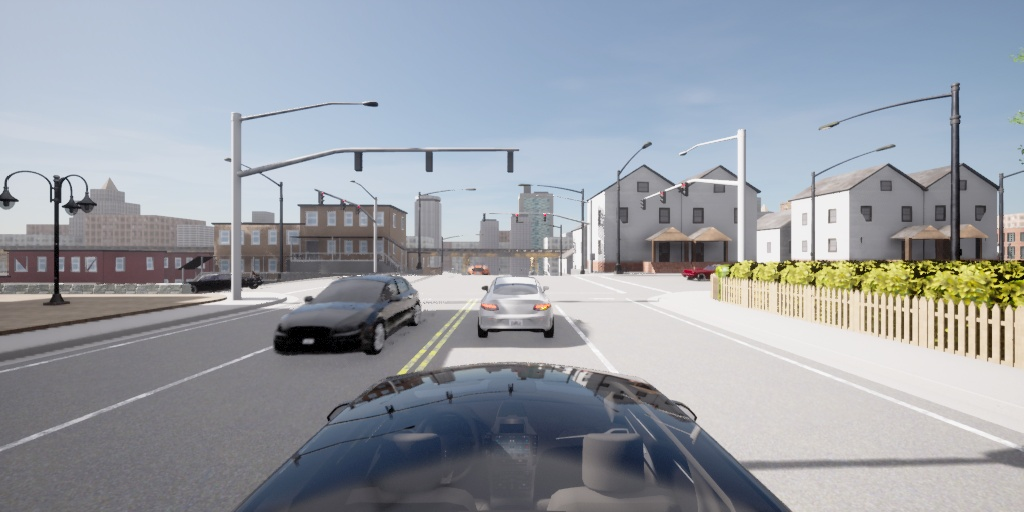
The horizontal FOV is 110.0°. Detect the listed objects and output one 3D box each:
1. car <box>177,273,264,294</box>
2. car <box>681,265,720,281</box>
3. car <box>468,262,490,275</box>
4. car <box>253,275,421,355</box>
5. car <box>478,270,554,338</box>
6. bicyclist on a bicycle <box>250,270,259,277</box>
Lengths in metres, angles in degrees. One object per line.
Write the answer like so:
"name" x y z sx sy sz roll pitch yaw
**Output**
"car" -19.977 1.845 24.762 4.718 1.301 1.895 -4 0 -1
"car" 16.312 1.351 28.875 4.718 1.301 1.895 0 0 -1
"car" -3.521 1.411 39.160 2.097 1.767 4.553 0 -7 0
"car" -3.586 1.255 8.750 1.837 1.490 4.892 0 0 0
"car" 0.101 1.276 10.071 1.812 1.442 4.674 0 0 0
"bicyclist on a bicycle" -25.569 2.214 35.648 0.582 1.620 1.656 -8 0 0
